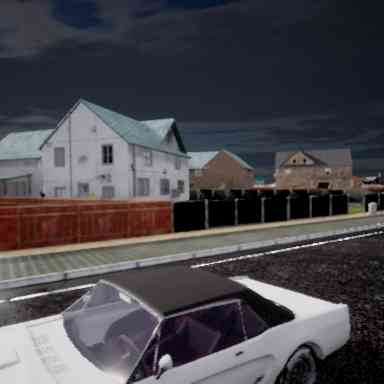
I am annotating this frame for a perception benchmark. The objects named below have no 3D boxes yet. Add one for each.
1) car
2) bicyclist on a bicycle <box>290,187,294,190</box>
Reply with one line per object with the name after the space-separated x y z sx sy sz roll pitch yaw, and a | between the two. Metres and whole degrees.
-0.527 1.576 3.310 4.718 1.301 1.895 -1 1 -35 | car
13.777 0.129 45.771 0.582 1.620 1.656 0 1 19 | bicyclist on a bicycle
